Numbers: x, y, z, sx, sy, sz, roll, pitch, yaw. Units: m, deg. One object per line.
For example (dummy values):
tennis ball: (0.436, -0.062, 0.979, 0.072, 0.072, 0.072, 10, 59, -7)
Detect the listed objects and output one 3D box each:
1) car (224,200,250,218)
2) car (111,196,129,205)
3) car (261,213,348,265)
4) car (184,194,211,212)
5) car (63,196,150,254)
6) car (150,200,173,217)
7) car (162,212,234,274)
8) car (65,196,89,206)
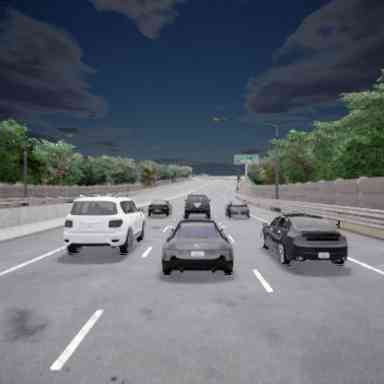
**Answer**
car: (4.019, 1.478, 29.996, 2.128, 1.511, 4.902, 0, 0, 2)
car: (-12.559, 1.445, 58.341, 1.837, 1.490, 4.892, 0, 0, 3)
car: (3.677, 1.501, 11.627, 1.837, 1.490, 4.892, 0, 0, 1)
car: (0.494, 1.206, 29.221, 2.150, 2.045, 5.566, 0, 0, 1)
car: (-3.303, 1.212, 13.561, 2.150, 2.045, 5.566, 0, 0, 1)
car: (-2.941, 1.458, 31.587, 1.882, 1.535, 5.008, 0, 0, 2)
car: (0.166, 1.559, 10.570, 1.994, 1.385, 4.181, 0, 0, 1)
car: (-19.628, 1.488, 56.917, 2.033, 1.411, 5.357, 0, 0, 3)
